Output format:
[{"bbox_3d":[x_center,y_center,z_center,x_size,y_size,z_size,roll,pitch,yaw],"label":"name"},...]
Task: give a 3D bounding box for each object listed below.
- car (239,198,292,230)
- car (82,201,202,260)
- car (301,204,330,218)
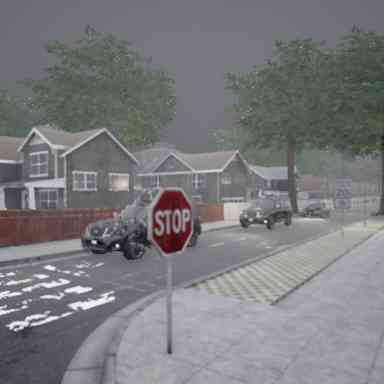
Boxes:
[{"bbox_3d":[5.422,1.476,23.867,2.150,2.045,5.566,-1,-1,35],"label":"car"},{"bbox_3d":[-1.787,1.403,13.778,2.150,2.045,5.566,-1,-1,36],"label":"car"},{"bbox_3d":[12.602,1.896,33.889,1.994,1.385,4.181,-1,-1,35],"label":"car"}]
